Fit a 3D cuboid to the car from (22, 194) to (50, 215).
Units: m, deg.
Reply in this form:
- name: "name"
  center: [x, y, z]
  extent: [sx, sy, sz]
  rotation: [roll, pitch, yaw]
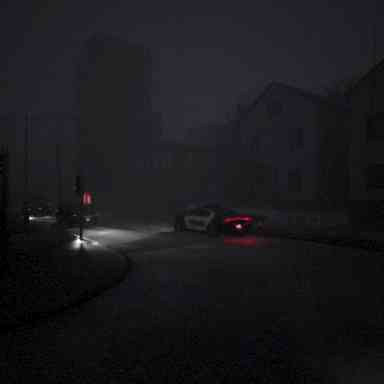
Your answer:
- name: "car"
  center: [-16.074, 1.222, 34.268]
  extent: [2.150, 2.045, 5.566]
  rotation: [0, 0, -33]

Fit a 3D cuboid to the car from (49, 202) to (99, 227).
- name: "car"
  center: [-8.053, 1.491, 23.101]
  extent: [2.128, 1.511, 4.902]
  rotation: [0, 0, -36]

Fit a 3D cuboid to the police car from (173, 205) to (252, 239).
- name: "police car"
  center: [0.829, 1.509, 17.822]
  extent: [2.038, 1.542, 4.974]
  rotation: [0, 0, -36]
